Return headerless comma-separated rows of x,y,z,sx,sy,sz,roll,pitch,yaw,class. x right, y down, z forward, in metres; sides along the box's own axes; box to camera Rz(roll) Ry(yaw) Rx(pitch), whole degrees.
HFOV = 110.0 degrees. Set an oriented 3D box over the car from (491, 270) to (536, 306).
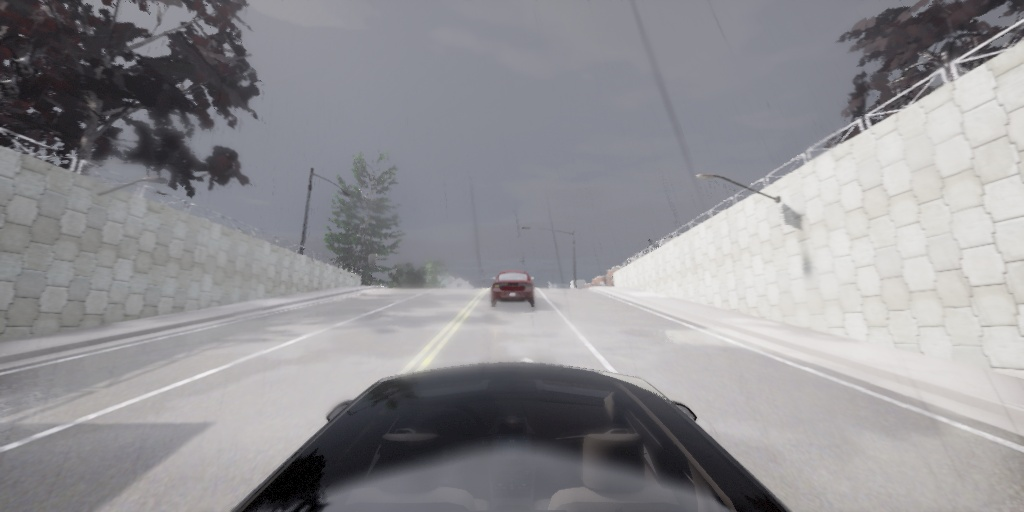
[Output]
0.062,1.405,16.851,1.882,1.535,5.008,0,0,0,car
